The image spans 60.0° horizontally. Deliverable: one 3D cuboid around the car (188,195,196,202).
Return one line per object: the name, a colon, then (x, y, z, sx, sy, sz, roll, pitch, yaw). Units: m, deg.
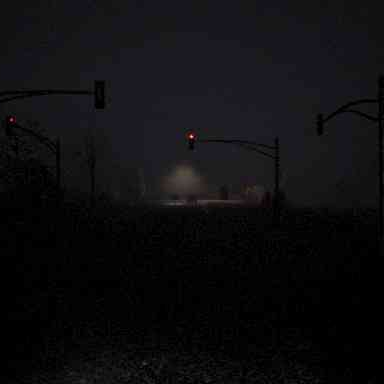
car: (-0.070, 1.425, 78.028, 1.837, 1.490, 4.892, 0, 0, 0)

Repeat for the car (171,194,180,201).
car: (-3.565, 1.195, 72.195, 1.837, 1.490, 4.892, 0, 0, 0)

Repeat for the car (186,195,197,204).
car: (-0.061, 1.424, 67.993, 2.097, 1.767, 4.553, 0, 0, 0)
